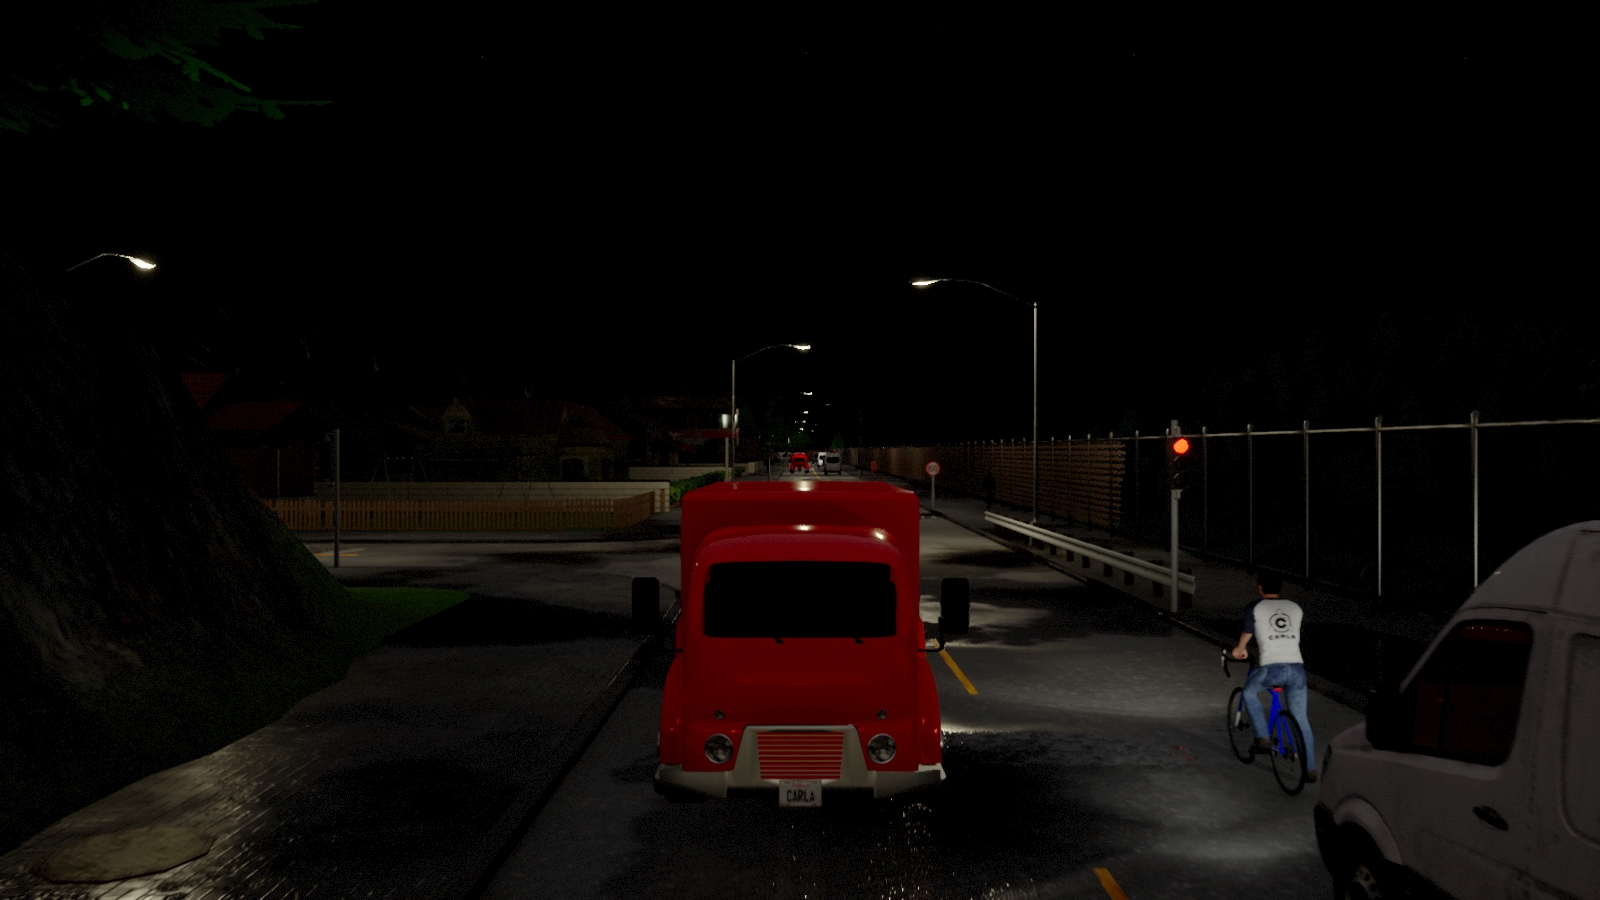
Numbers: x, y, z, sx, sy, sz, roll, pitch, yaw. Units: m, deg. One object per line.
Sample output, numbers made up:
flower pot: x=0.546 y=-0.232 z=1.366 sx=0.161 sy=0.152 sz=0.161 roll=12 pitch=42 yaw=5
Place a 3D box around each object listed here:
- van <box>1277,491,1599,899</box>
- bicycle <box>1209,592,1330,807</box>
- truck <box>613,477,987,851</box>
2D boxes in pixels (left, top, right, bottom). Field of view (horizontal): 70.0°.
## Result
van: x=4.003 y=1.541 z=4.244 sx=1.988 sy=2.561 sz=5.915 roll=0 pitch=0 yaw=0
bicycle: x=3.993 y=2.068 z=9.826 sx=0.373 sy=1.496 sz=1.643 roll=0 pitch=0 yaw=0
truck: x=-0.001 y=1.572 z=10.652 sx=2.627 sy=2.467 sz=5.204 roll=0 pitch=1 yaw=0
